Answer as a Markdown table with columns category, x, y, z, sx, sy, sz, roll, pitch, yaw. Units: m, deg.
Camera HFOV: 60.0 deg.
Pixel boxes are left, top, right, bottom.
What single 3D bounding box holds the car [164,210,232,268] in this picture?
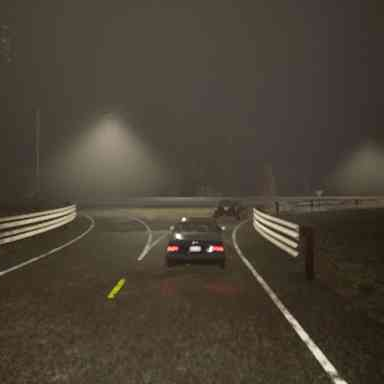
| category | x | y | z | sx | sy | sz | roll | pitch | yaw |
| --- | --- | --- | --- | --- | --- | --- | --- | --- | --- |
| car | 0.179 | 1.550 | 11.295 | 2.033 | 1.411 | 5.357 | 0 | 0 | 2 |

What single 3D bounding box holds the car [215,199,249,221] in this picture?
| category | x | y | z | sx | sy | sz | roll | pitch | yaw |
| --- | --- | --- | --- | --- | --- | --- | --- | --- | --- |
| car | 3.395 | 1.356 | 28.010 | 2.097 | 1.767 | 4.553 | 0 | 0 | 20 |
